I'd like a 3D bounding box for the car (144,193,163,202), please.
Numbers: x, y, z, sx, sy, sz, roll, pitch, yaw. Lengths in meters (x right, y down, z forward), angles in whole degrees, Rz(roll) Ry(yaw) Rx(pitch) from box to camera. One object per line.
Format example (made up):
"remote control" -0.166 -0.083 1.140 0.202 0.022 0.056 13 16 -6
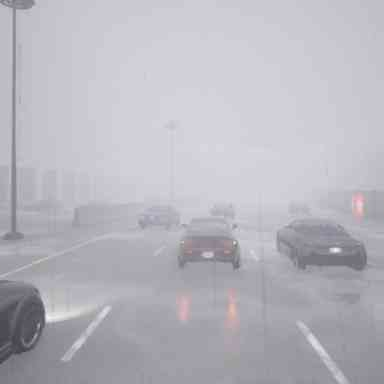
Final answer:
"car" -7.448 1.201 64.428 2.150 2.045 5.566 0 0 14

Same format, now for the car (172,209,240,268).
"car" 0.590 1.521 11.256 1.812 1.442 4.674 0 0 4

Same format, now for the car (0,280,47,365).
"car" -3.273 1.552 3.479 1.994 1.385 4.181 0 0 1

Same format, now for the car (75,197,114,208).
"car" -10.493 1.549 35.393 1.895 1.301 4.718 0 0 11

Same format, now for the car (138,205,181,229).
"car" -1.943 1.530 21.399 2.033 1.411 5.357 0 0 7

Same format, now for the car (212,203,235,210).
"car" 2.821 1.594 29.252 1.895 1.301 4.718 0 0 10

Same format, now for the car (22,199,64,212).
"car" -17.032 1.474 38.440 2.033 1.411 5.357 0 0 12

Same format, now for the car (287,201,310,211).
"car" 10.949 1.616 34.457 1.895 1.301 4.718 0 0 12

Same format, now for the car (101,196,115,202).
"car" -15.725 1.414 60.138 2.128 1.511 4.902 0 0 14

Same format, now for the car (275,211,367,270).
"car" 4.098 1.571 11.181 1.994 1.385 4.181 0 0 4

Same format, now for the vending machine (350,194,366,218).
"vending machine" 15.043 1.225 30.193 1.100 2.100 0.880 0 0 11
